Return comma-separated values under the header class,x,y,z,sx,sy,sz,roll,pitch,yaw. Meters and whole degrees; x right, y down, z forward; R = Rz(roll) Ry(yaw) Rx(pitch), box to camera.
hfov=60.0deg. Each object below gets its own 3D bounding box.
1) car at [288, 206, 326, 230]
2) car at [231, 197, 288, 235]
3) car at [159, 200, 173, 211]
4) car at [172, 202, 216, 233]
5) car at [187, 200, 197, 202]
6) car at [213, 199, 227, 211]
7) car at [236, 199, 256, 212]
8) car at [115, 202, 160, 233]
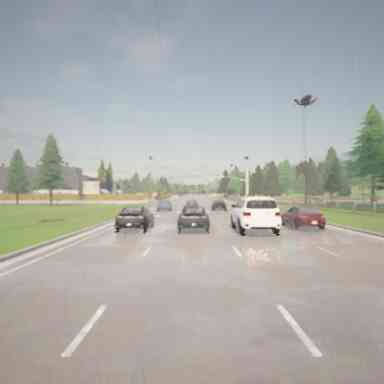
class,x,y,z,sx,sy,sz,roll,pitch,yaw
car,7.098,1.620,21.566,1.812,1.442,4.674,0,0,0
car,3.597,1.305,19.447,2.150,2.045,5.566,0,0,0
car,-3.502,1.733,42.794,2.033,1.411,5.357,0,0,0
car,0.096,1.579,20.373,2.128,1.511,4.902,0,0,0
car,-0.002,1.735,43.148,2.033,1.411,5.357,0,0,0
car,3.501,1.696,43.836,1.837,1.490,4.892,0,0,0
car,7.006,1.696,43.574,1.837,1.490,4.892,0,0,0
car,-3.403,1.579,20.366,2.128,1.511,4.902,0,0,0
